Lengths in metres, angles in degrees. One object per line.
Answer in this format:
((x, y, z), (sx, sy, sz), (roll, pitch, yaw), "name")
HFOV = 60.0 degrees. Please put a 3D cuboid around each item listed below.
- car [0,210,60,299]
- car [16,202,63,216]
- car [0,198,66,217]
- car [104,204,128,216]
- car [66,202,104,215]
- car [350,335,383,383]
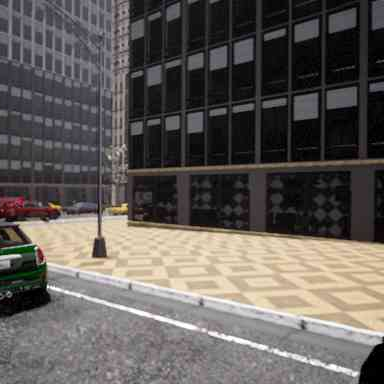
((-5.292, 1.408, 7.476), (4.553, 1.767, 2.097), (-1, 0, 36), "car")
((-17.839, 1.906, 39.161), (1.752, 1.417, 4.829), (0, 0, 37), "car")
((-14.367, 1.724, 29.778), (2.192, 1.841, 5.009), (0, 0, 37), "car")
((-7.544, 2.033, 38.970), (1.752, 1.417, 4.829), (0, 0, 37), "car")
((-13.261, 1.988, 40.970), (2.033, 1.411, 5.357), (1, 0, 37), "car")
((3.191, 1.588, 1.403), (4.718, 1.301, 1.895), (0, 0, 36), "car")
